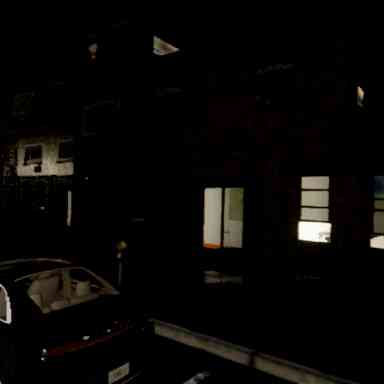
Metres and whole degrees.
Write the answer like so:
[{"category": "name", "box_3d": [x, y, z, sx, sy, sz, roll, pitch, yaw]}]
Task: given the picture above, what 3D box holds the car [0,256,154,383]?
[{"category": "car", "box_3d": [-2.483, 1.612, 4.717, 4.403, 1.369, 2.008, 0, 0, 37]}]
